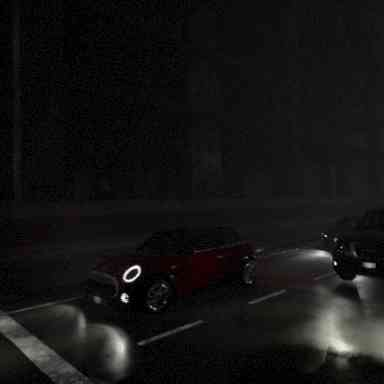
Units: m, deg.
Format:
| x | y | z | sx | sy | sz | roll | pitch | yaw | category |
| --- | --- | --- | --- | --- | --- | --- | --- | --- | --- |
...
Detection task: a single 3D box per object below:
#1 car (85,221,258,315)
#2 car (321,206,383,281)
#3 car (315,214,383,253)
| x | y | z | sx | sy | sz | roll | pitch | yaw | category |
| --- | --- | --- | --- | --- | --- | --- | --- | --- | --- |
| -0.352 | 1.697 | 8.566 | 4.553 | 1.767 | 2.097 | 0 | -3 | -42 | car |
| 6.298 | 1.435 | 9.977 | 5.566 | 2.045 | 2.150 | 0 | -3 | -43 | car |
| 8.193 | 1.912 | 16.542 | 4.892 | 1.490 | 1.837 | 1 | -3 | -43 | car |
